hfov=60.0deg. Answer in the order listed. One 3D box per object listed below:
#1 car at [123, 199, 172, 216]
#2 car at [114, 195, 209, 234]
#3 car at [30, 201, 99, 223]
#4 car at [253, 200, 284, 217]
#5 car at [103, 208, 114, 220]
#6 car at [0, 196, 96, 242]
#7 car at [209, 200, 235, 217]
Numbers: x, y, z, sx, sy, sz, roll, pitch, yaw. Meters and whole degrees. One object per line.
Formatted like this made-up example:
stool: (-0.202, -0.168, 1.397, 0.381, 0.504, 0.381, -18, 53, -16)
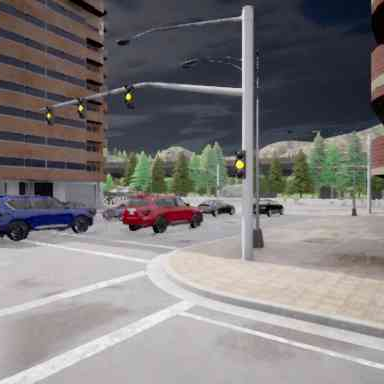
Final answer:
car: (-4.426, 1.487, 33.830, 2.128, 1.511, 4.902, 0, 0, 36)
car: (-1.584, 1.214, 19.551, 2.150, 2.045, 5.566, 0, -1, 36)
car: (-9.907, 1.500, 26.288, 1.837, 1.490, 4.892, 0, 0, 36)
car: (7.158, 1.475, 31.701, 1.882, 1.535, 5.008, 0, 0, 36)
car: (-5.048, 1.522, 27.030, 1.812, 1.442, 4.674, 0, 0, 36)
car: (-7.785, 1.217, 16.931, 2.150, 2.045, 5.566, 0, 0, 36)
car: (2.277, 1.488, 30.899, 2.128, 1.511, 4.902, 0, 0, 36)
